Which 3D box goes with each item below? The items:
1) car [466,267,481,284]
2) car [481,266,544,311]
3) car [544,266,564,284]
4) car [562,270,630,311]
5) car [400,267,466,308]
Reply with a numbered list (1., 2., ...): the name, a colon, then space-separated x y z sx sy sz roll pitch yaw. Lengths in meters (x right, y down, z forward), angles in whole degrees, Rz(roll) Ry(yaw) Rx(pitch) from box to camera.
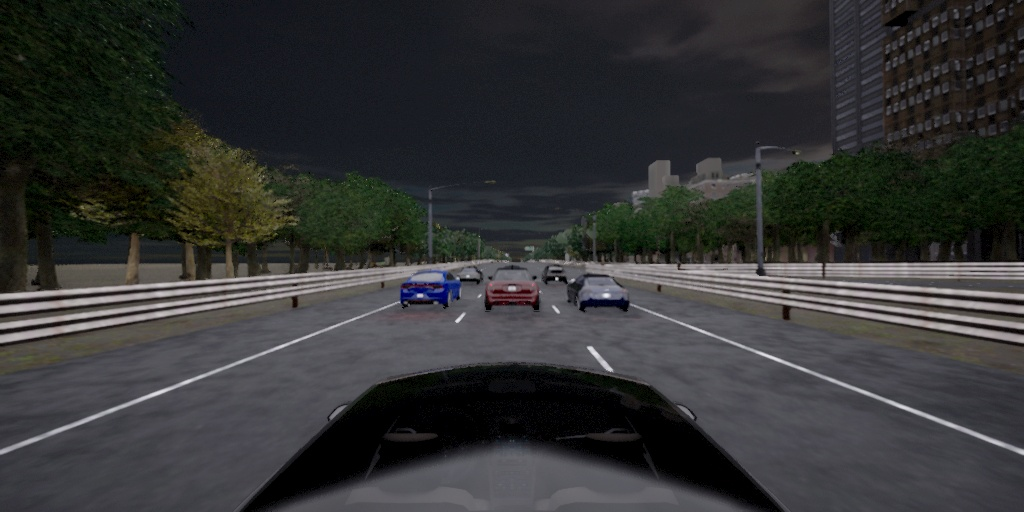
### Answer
1. car: -3.480 1.595 30.353 1.994 1.385 4.181 0 0 0
2. car: 0.020 1.238 15.292 2.097 1.767 4.553 0 -1 0
3. car: 3.518 1.538 30.352 1.837 1.490 4.892 0 0 0
4. car: 3.521 1.452 15.325 1.994 1.385 4.181 0 0 0
5. car: -3.475 1.372 16.096 1.882 1.535 5.008 0 0 0
